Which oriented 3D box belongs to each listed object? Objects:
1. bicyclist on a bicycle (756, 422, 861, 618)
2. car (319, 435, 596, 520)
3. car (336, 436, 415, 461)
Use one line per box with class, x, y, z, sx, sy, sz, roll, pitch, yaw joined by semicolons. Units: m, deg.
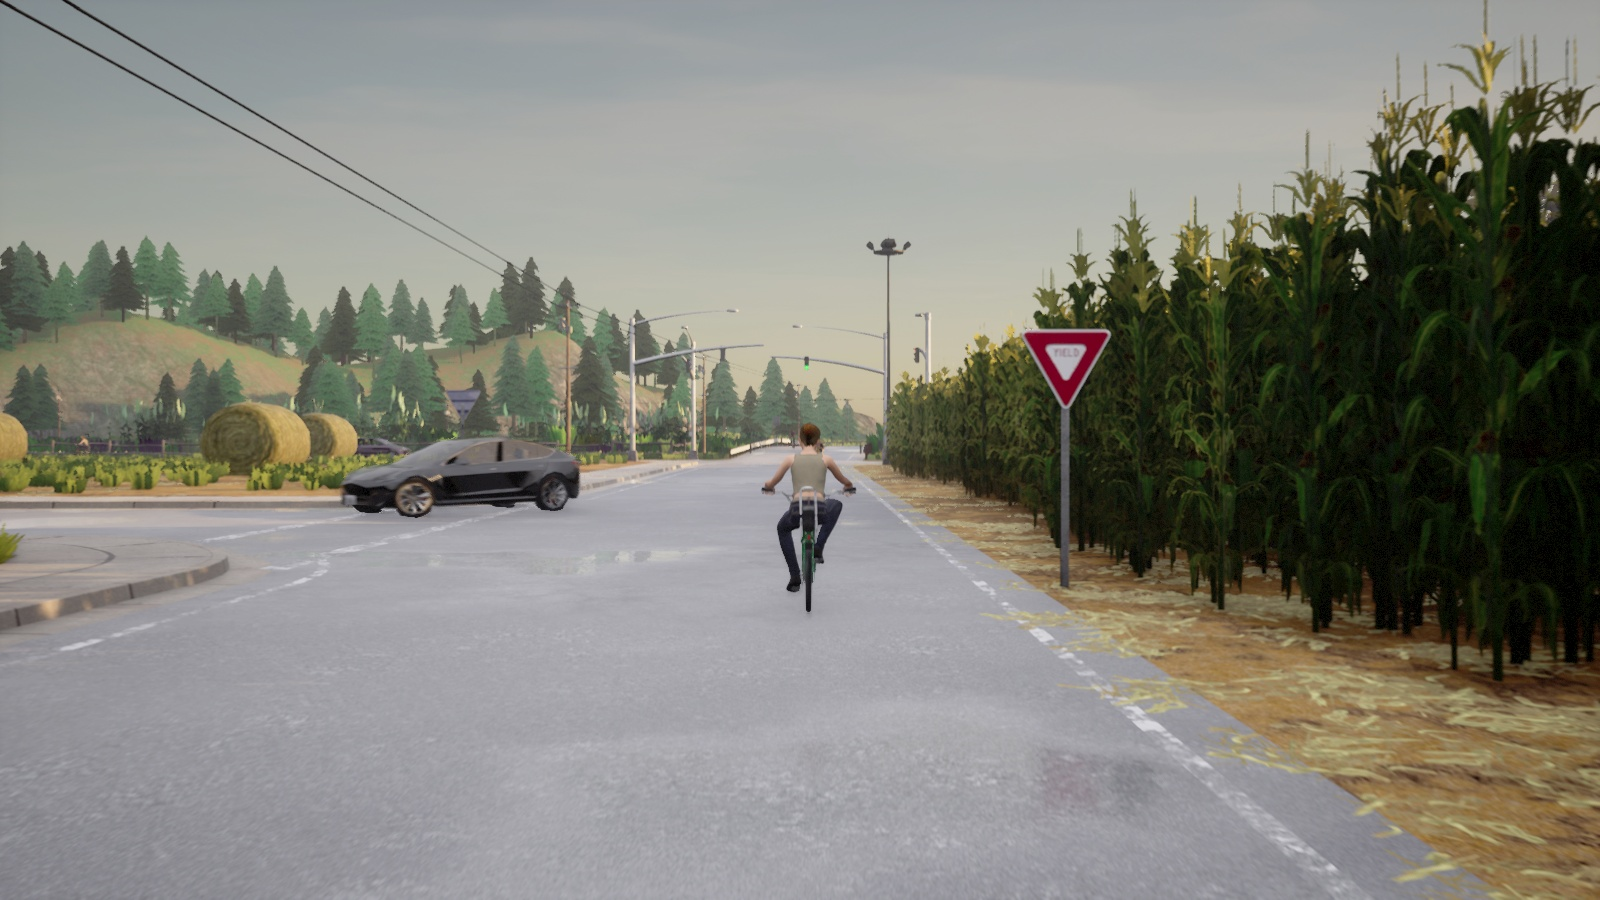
bicyclist on a bicycle;0.077;0.568;11.110;0.866;1.612;1.509;0;1;1
car;-6.627;0.472;24.659;2.163;1.488;4.792;1;1;45
car;-25.840;-0.085;76.529;4.193;1.474;1.816;0;1;3
